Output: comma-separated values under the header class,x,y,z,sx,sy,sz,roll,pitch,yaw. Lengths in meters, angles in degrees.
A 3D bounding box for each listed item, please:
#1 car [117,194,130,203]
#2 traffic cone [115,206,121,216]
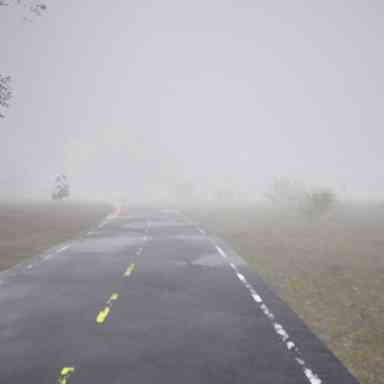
class,x,y,z,sx,sy,sz,roll,pitch,yaw
car,-13.062,1.214,63.199,1.837,1.490,4.892,0,0,-20
traffic cone,-6.730,1.822,30.007,0.340,0.580,0.340,0,0,-9
